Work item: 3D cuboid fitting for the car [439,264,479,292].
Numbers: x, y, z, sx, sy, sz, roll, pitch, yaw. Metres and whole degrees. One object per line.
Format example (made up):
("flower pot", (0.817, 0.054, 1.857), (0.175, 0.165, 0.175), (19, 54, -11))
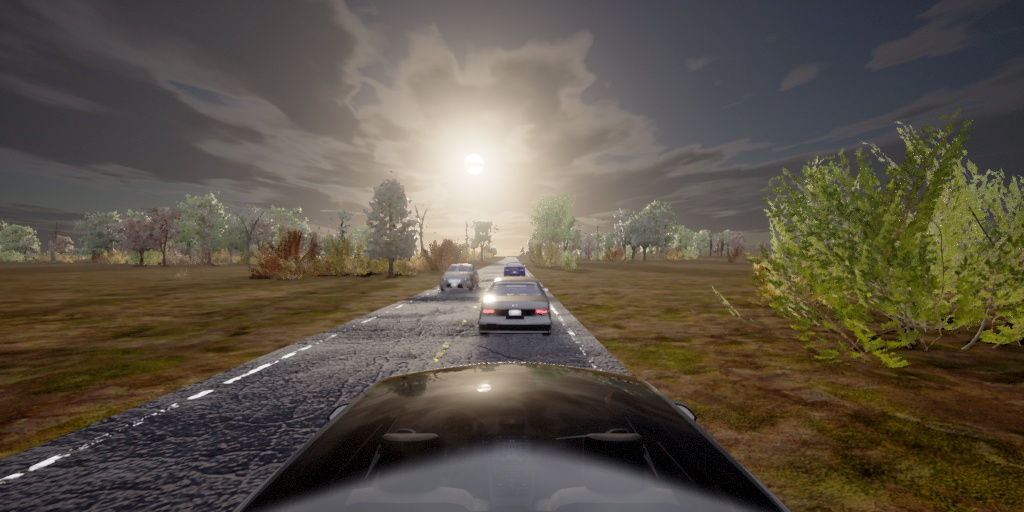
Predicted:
("car", (-3.017, 1.240, 21.313), (2.128, 1.511, 4.902), (0, 0, 0))

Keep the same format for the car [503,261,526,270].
("car", (0.232, 1.221, 32.735), (1.882, 1.535, 5.008), (0, 0, 0))

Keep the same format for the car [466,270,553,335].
("car", (0.120, 1.298, 10.457), (2.033, 1.411, 5.357), (0, 0, 1))
